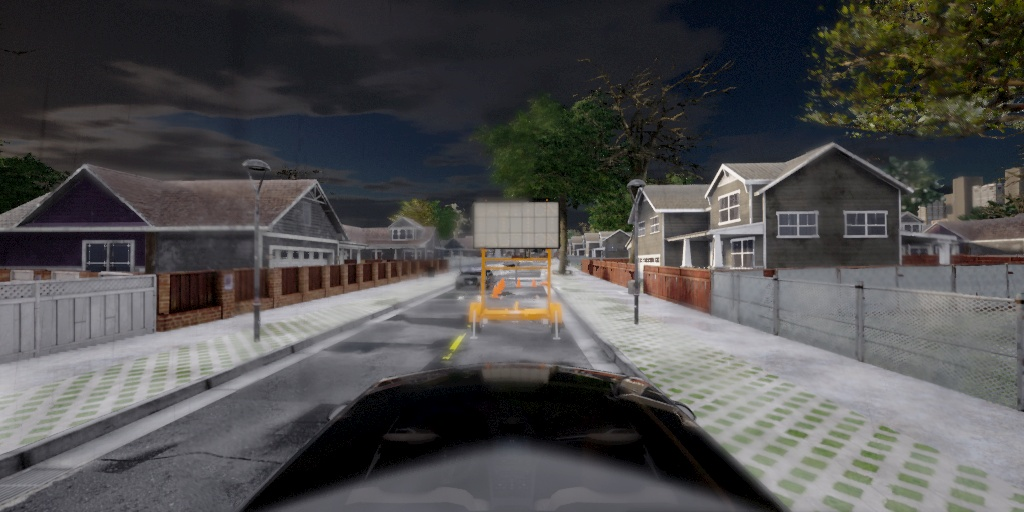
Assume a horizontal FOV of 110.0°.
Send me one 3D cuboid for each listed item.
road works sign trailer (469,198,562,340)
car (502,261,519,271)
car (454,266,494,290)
[{"bbox_3d":[0.126,0.212,10.022,2.380,3.560,2.880,0,0,2],"label":"road works sign trailer"},{"bbox_3d":[-0.150,1.146,47.774,1.837,1.490,4.892,0,0,6],"label":"car"},{"bbox_3d":[-2.203,1.295,22.033,1.994,1.385,4.181,0,0,3],"label":"car"}]
